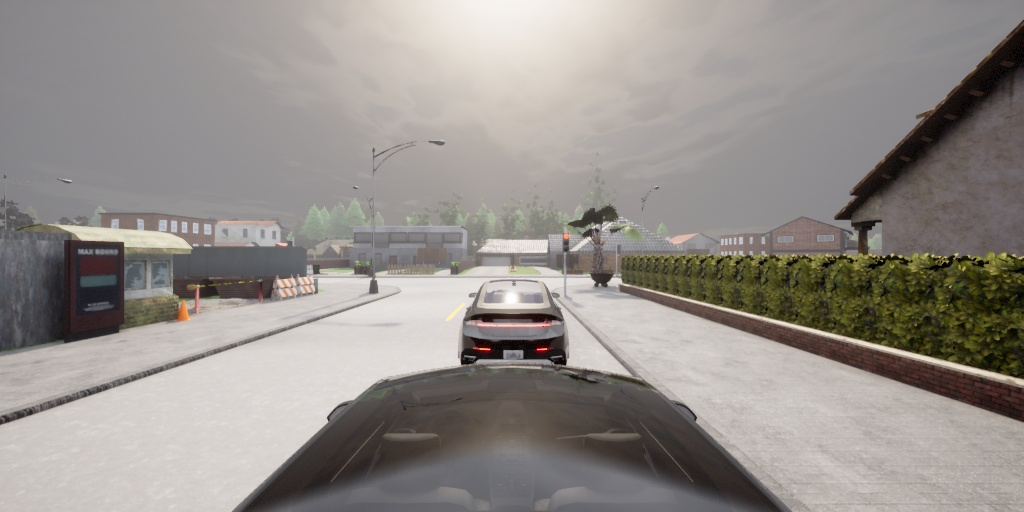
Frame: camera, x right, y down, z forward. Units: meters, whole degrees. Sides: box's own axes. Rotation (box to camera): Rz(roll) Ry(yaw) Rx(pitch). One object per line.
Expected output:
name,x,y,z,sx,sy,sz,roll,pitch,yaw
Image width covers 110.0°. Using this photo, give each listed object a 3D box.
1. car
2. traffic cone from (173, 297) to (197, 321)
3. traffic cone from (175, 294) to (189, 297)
car,0.043,1.242,7.718,2.128,1.511,4.902,0,0,1
traffic cone,-9.670,1.598,10.546,0.344,0.586,0.344,0,0,0
traffic cone,-10.390,1.568,11.066,0.344,0.586,0.344,0,0,0
